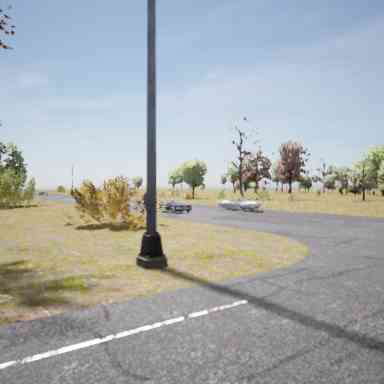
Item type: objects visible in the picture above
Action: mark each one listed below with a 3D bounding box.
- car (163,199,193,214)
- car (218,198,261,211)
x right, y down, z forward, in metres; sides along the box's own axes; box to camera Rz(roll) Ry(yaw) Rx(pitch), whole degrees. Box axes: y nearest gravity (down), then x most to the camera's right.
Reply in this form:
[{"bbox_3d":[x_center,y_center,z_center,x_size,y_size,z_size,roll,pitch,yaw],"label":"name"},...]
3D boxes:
[{"bbox_3d":[-1.928,1.329,32.031,1.895,1.301,4.718,-1,1,-35],"label":"car"},{"bbox_3d":[4.802,1.265,34.621,1.895,1.301,4.718,-1,1,-35],"label":"car"}]
